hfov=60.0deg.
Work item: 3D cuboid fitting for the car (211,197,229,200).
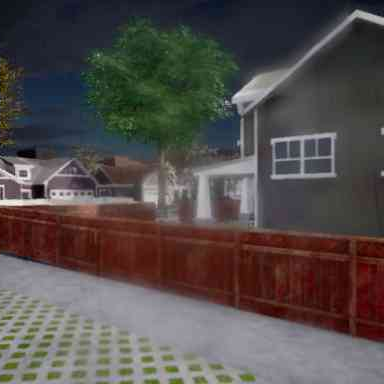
[{"bbox_3d":[3.392,1.459,42.674,1.882,1.535,5.008,0,0,36],"label":"car"}]
